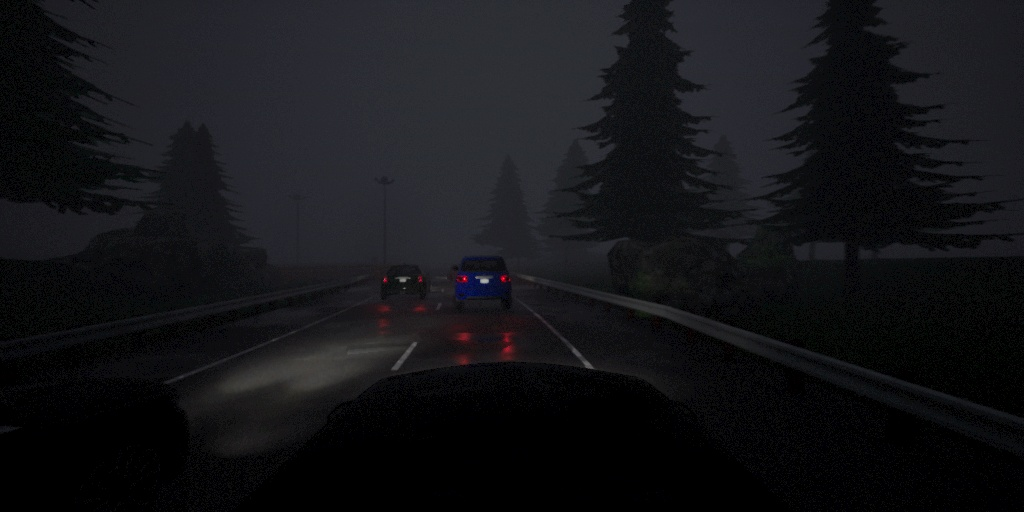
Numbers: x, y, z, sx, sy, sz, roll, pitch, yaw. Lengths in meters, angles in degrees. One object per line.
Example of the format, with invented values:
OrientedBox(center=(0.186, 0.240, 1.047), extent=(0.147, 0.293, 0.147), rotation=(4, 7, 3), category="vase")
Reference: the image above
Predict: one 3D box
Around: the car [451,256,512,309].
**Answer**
OrientedBox(center=(-1.350, 1.017, 15.478), extent=(2.150, 2.045, 5.566), rotation=(0, -1, -8), category="car")

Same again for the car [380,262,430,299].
OrientedBox(center=(-5.503, 1.185, 18.948), extent=(2.097, 1.767, 4.553), rotation=(0, 0, -10), category="car")

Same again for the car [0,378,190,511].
OrientedBox(center=(-3.621, 1.260, 1.022), extent=(2.128, 1.511, 4.902), rotation=(0, 0, -1), category="car")

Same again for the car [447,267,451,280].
OrientedBox(center=(-4.748, 1.428, 32.223), extent=(1.994, 1.385, 4.181), rotation=(0, 0, -13), category="car")
